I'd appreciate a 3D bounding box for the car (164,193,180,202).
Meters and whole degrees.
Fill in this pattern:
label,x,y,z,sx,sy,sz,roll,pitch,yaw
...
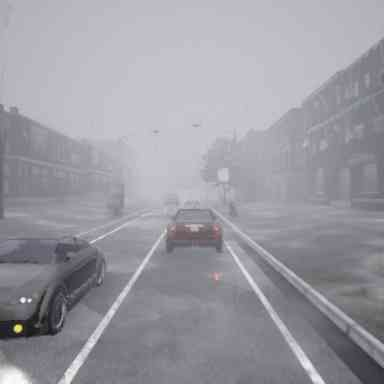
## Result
label,x,y,z,sx,sy,sz,roll,pitch,yaw
car,-3.084,1.129,51.036,2.150,2.045,5.566,0,0,0

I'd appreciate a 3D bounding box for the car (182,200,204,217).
label,x,y,z,sx,sy,sz,roll,pitch,yaw
car,0.087,1.544,32.854,2.033,1.411,5.357,0,0,0

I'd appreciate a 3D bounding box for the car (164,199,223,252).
label,x,y,z,sx,sy,sz,roll,pitch,yaw
car,0.094,1.355,14.063,2.097,1.767,4.553,0,0,0

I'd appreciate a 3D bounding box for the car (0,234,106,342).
label,x,y,z,sx,sy,sz,roll,pitch,yaw
car,-3.103,1.565,6.553,1.994,1.385,4.181,0,0,0
